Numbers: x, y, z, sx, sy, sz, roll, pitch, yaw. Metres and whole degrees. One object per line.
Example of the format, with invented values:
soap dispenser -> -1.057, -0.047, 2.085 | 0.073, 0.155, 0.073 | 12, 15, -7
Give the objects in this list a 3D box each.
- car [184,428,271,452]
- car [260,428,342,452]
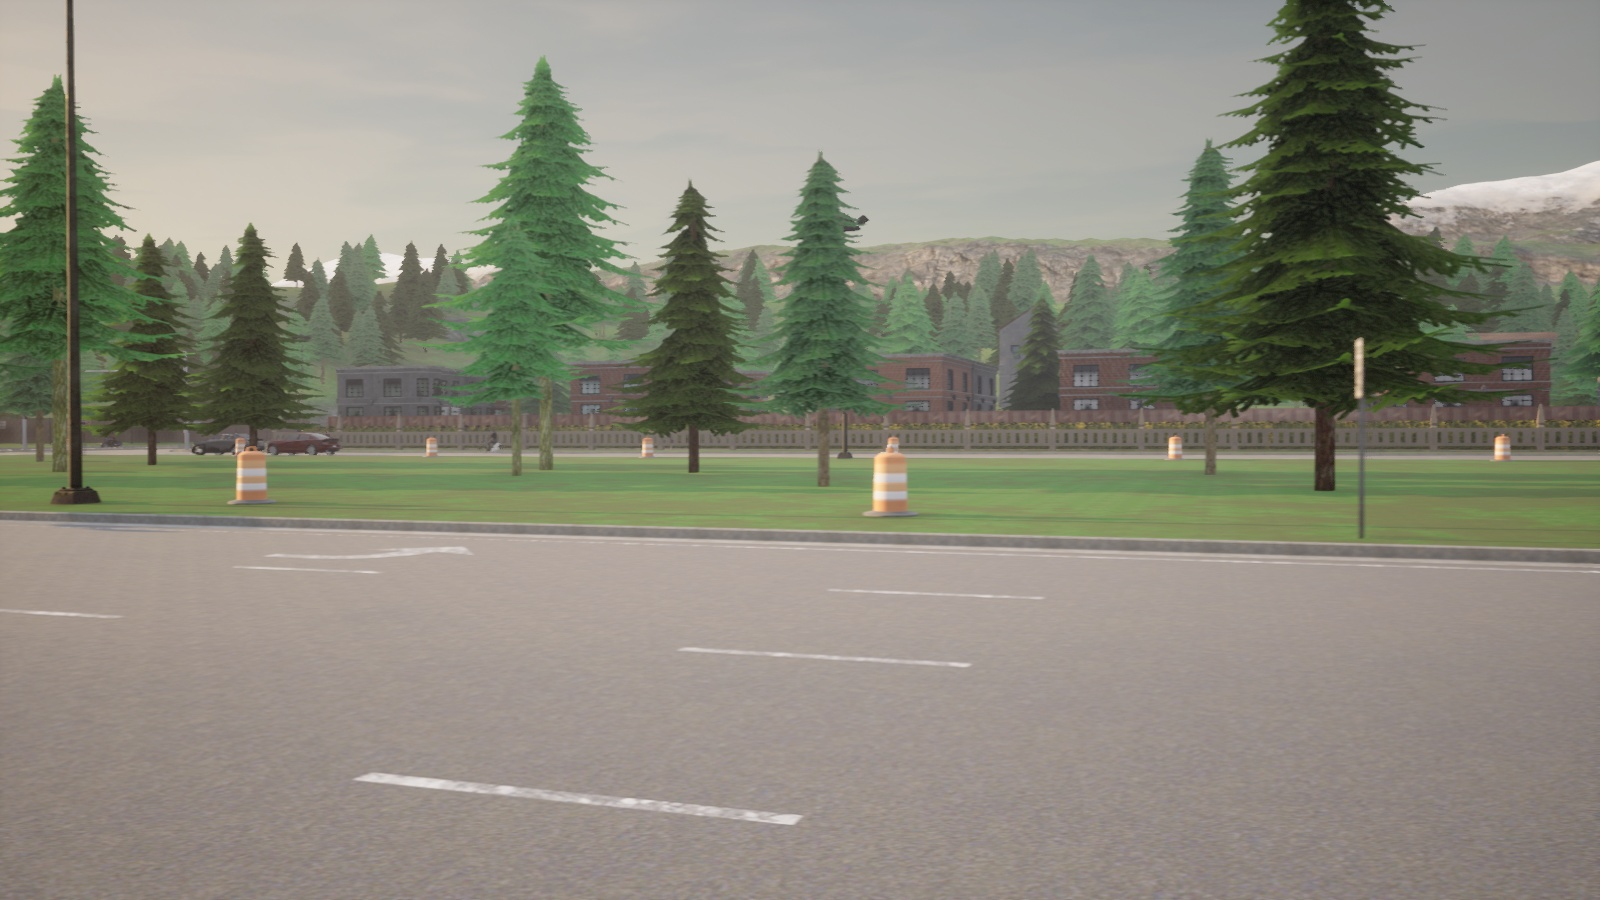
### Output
car -> -36.623, -0.641, 80.315 | 4.902, 1.511, 2.128 | 1, 1, 18
car -> -32.900, -0.645, 82.761 | 5.008, 1.535, 1.882 | 0, 1, 18
